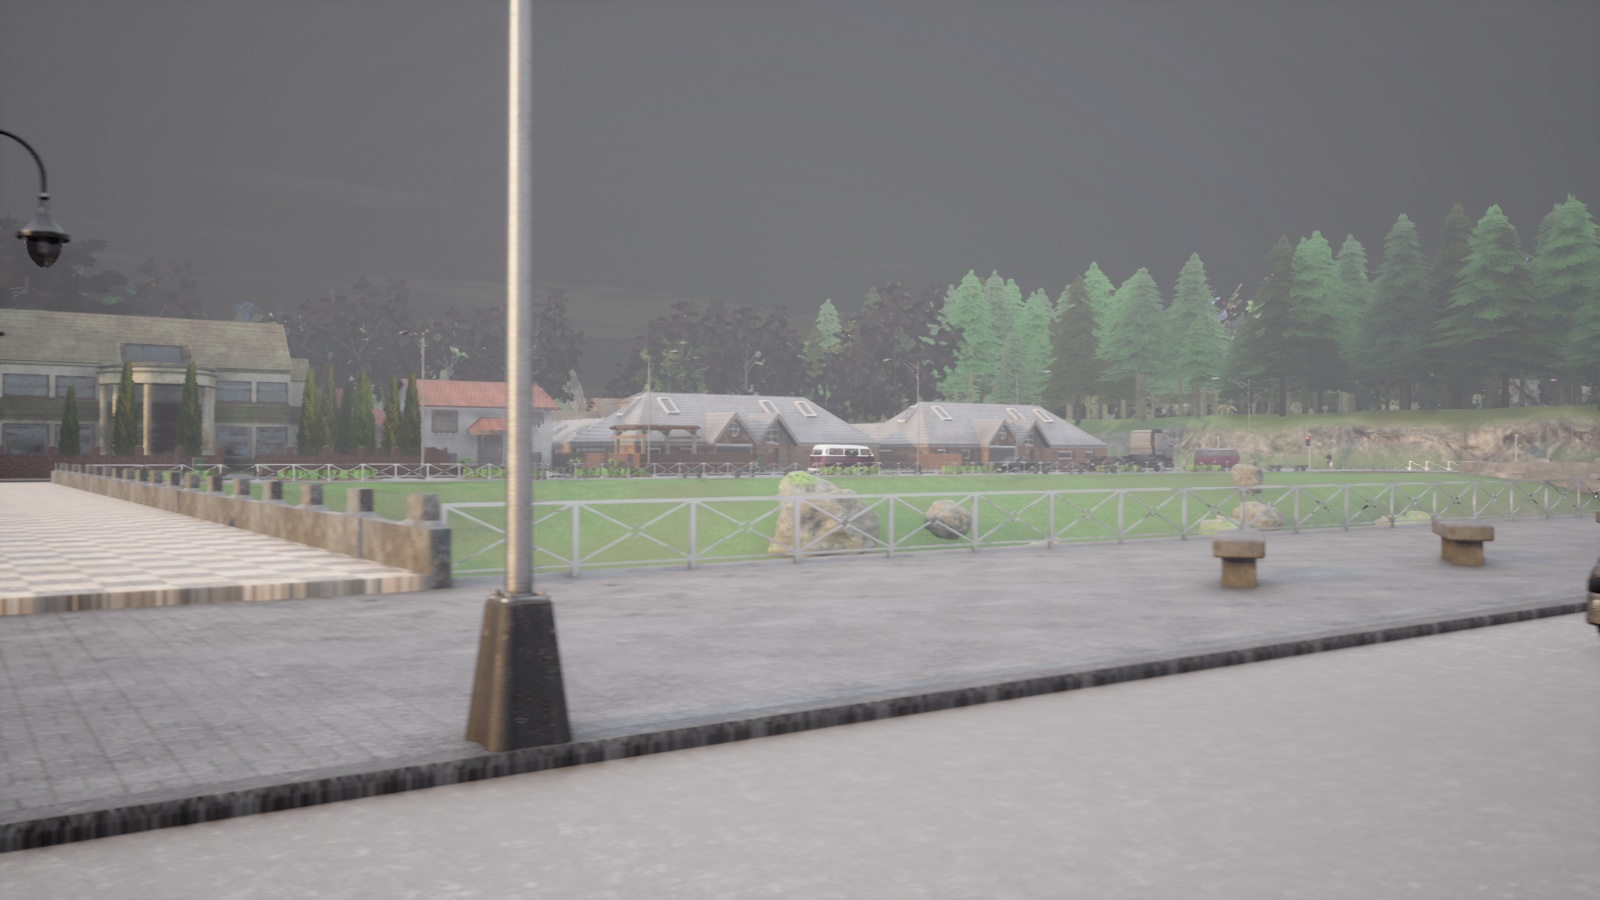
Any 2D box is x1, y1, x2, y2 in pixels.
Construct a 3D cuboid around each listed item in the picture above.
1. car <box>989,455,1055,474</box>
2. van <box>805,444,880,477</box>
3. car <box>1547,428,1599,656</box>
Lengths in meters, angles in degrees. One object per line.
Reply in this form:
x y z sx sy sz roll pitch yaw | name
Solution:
16.020 1.033 90.552 4.718 1.301 1.895 0 0 -35 | car
2.758 0.662 81.326 4.480 2.038 2.069 0 0 -35 | van
7.652 0.650 9.596 3.988 1.617 1.851 0 0 -35 | car
